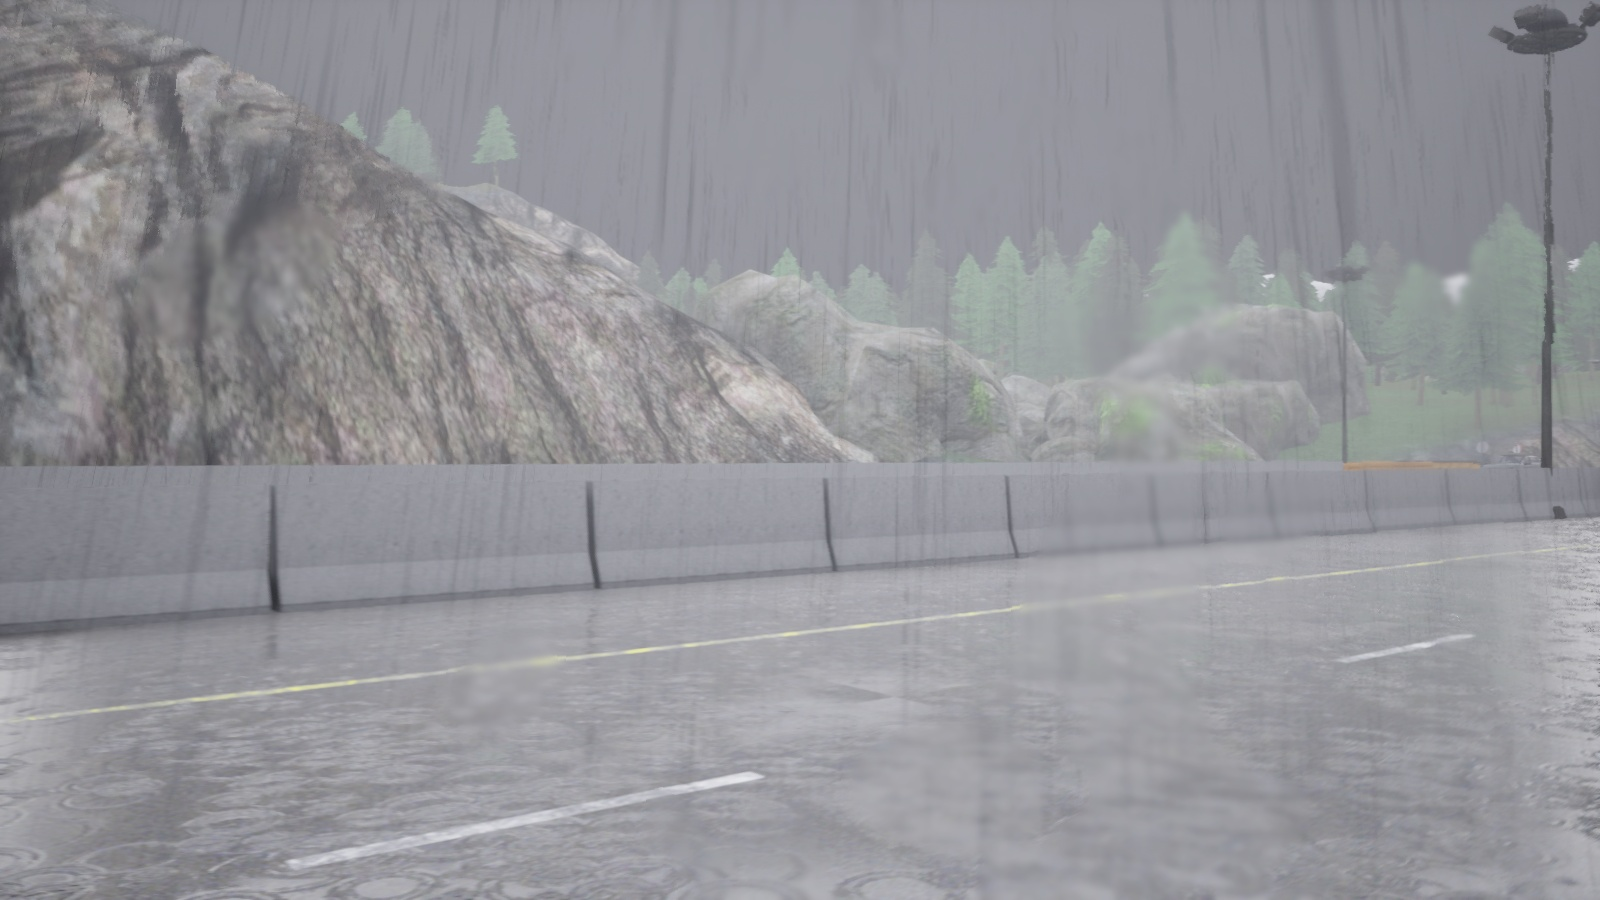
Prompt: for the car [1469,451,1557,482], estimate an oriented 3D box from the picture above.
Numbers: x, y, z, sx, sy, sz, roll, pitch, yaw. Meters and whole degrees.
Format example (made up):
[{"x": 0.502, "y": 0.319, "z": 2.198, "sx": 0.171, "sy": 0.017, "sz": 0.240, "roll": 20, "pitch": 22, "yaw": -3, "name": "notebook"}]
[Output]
[{"x": 35.788, "y": 0.800, "z": 62.958, "sx": 4.902, "sy": 1.511, "sz": 2.128, "roll": 0, "pitch": 0, "yaw": -38, "name": "car"}]
